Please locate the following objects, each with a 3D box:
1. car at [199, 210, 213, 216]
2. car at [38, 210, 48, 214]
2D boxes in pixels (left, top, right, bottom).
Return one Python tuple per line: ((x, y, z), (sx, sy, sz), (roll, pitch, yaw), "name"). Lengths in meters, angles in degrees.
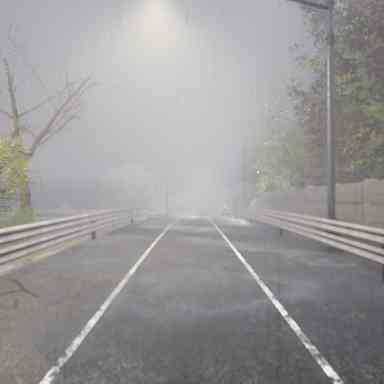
((3.833, 5.710, 90.132), (2.097, 1.767, 4.553), (-3, -5, 31), "car")
((-27.838, 3.397, 58.010), (5.008, 1.535, 1.882), (3, -5, -32), "car")
